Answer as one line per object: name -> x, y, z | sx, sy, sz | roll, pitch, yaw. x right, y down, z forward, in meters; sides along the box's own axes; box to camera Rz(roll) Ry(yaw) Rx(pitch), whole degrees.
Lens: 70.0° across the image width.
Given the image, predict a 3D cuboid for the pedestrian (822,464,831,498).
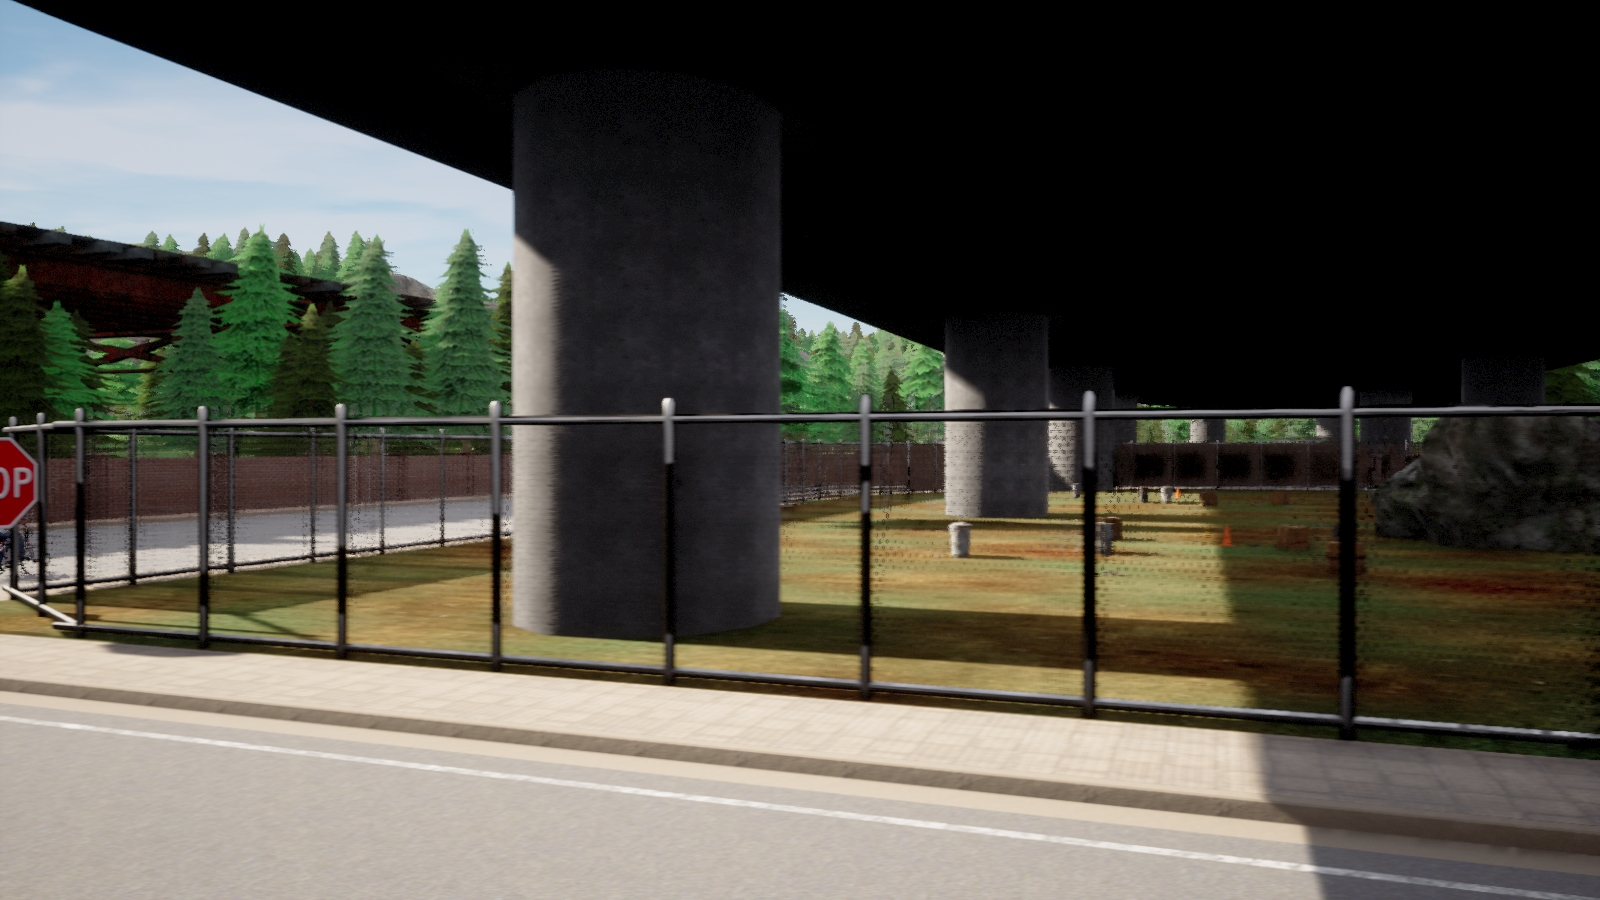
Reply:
pedestrian -> 1.483, 1.696, 62.983 | 0.375, 1.860, 0.375 | 0, 0, 26
